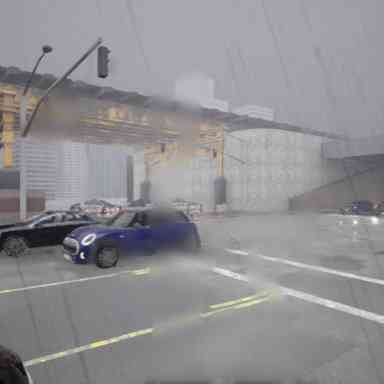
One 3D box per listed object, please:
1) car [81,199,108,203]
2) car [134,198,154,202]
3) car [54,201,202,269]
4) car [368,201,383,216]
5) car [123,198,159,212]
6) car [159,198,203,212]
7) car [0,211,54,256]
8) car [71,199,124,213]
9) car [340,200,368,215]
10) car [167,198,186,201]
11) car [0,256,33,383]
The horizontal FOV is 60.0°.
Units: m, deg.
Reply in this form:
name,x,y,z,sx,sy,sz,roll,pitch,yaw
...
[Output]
name,x,y,z,sx,sy,sz,roll,pitch,yaw
car,-8.995,1.453,32.078,4.974,1.542,2.038,0,0,8
car,-5.255,1.453,34.770,2.038,1.542,4.974,0,0,18
car,-1.938,1.354,11.309,4.553,1.767,2.097,0,0,-37
car,18.967,1.352,31.332,4.553,1.767,2.097,0,0,-37
car,-5.239,1.295,34.819,1.853,1.218,4.536,0,0,18
car,-1.351,1.453,38.536,4.974,1.542,2.038,0,0,-7
car,-5.425,1.491,13.061,4.902,1.511,2.128,0,0,-36
car,-9.046,1.295,32.085,4.536,1.218,1.853,0,0,8
car,17.188,1.526,34.377,4.674,1.442,1.812,0,0,-37
car,-1.403,1.295,38.530,4.536,1.218,1.853,0,0,-7
car,-3.331,1.492,1.395,4.902,1.511,2.128,0,0,-35
